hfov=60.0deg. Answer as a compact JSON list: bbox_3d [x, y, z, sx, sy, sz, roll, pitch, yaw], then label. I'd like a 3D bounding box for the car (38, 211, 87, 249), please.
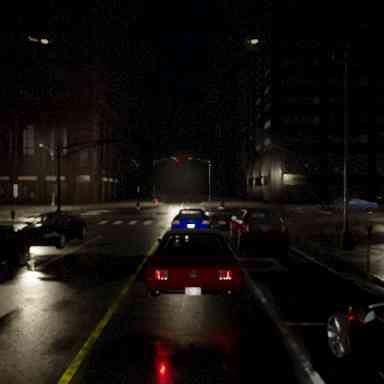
[{"bbox_3d":[-5.809,1.515,14.168,2.008,1.369,4.403,0,0,0],"label":"car"}]

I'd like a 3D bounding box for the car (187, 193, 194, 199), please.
[{"bbox_3d":[-0.419,1.056,92.477,2.097,1.767,4.553,0,0,0],"label":"car"}]

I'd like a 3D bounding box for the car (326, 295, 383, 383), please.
[{"bbox_3d":[2.751,1.558,2.923,1.947,1.339,4.313,0,0,0],"label":"car"}]

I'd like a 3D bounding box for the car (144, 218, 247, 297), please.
[{"bbox_3d":[0.037,1.579,8.497,1.895,1.301,4.718,0,0,0],"label":"car"}]

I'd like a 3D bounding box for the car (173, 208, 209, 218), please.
[{"bbox_3d":[-0.052,1.521,17.322,1.994,1.385,4.181,0,0,0],"label":"car"}]

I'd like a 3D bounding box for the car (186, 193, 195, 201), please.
[{"bbox_3d":[-0.347,1.202,82.469,2.097,1.767,4.553,0,0,0],"label":"car"}]

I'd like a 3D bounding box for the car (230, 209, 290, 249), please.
[{"bbox_3d":[2.716,1.405,14.195,1.967,1.590,4.097,0,0,0],"label":"car"}]

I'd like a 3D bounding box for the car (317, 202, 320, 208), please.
[{"bbox_3d":[17.304,1.342,39.105,4.892,1.490,1.837,0,0,0],"label":"car"}]

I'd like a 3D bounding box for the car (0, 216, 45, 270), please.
[{"bbox_3d":[-5.791,1.544,8.531,1.947,1.339,4.313,0,0,0],"label":"car"}]

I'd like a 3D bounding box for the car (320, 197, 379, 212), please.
[{"bbox_3d":[17.106,1.409,35.855,5.357,1.411,2.033,0,0,0],"label":"car"}]
